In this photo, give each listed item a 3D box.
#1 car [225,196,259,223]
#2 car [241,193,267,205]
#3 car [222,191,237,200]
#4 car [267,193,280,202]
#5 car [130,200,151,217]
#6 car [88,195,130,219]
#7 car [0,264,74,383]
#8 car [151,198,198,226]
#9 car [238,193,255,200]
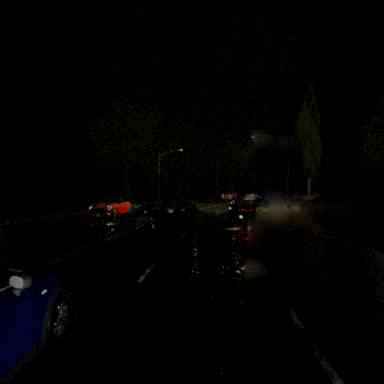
[{"bbox_3d":[3.617,1.309,23.752,1.837,1.490,4.892,0,1,12],"label":"car"},{"bbox_3d":[7.846,1.038,42.888,2.128,1.511,4.902,0,1,22],"label":"car"},{"bbox_3d":[7.488,0.688,66.287,2.097,1.767,4.553,-1,0,25],"label":"car"},{"bbox_3d":[13.352,0.916,55.706,1.994,1.385,4.181,0,1,24],"label":"car"},{"bbox_3d":[-3.237,1.361,28.016,1.994,1.385,4.181,0,1,13],"label":"car"},{"bbox_3d":[-6.676,1.172,27.446,2.097,1.767,4.553,0,0,12],"label":"car"},{"bbox_3d":[-2.953,1.330,3.420,2.097,1.767,4.553,0,0,2],"label":"car"},{"bbox_3d":[-0.908,1.191,22.188,2.097,1.767,4.553,0,1,10],"label":"car"},{"bbox_3d":[10.944,0.863,66.038,2.033,1.411,5.357,0,1,25],"label":"car"}]
